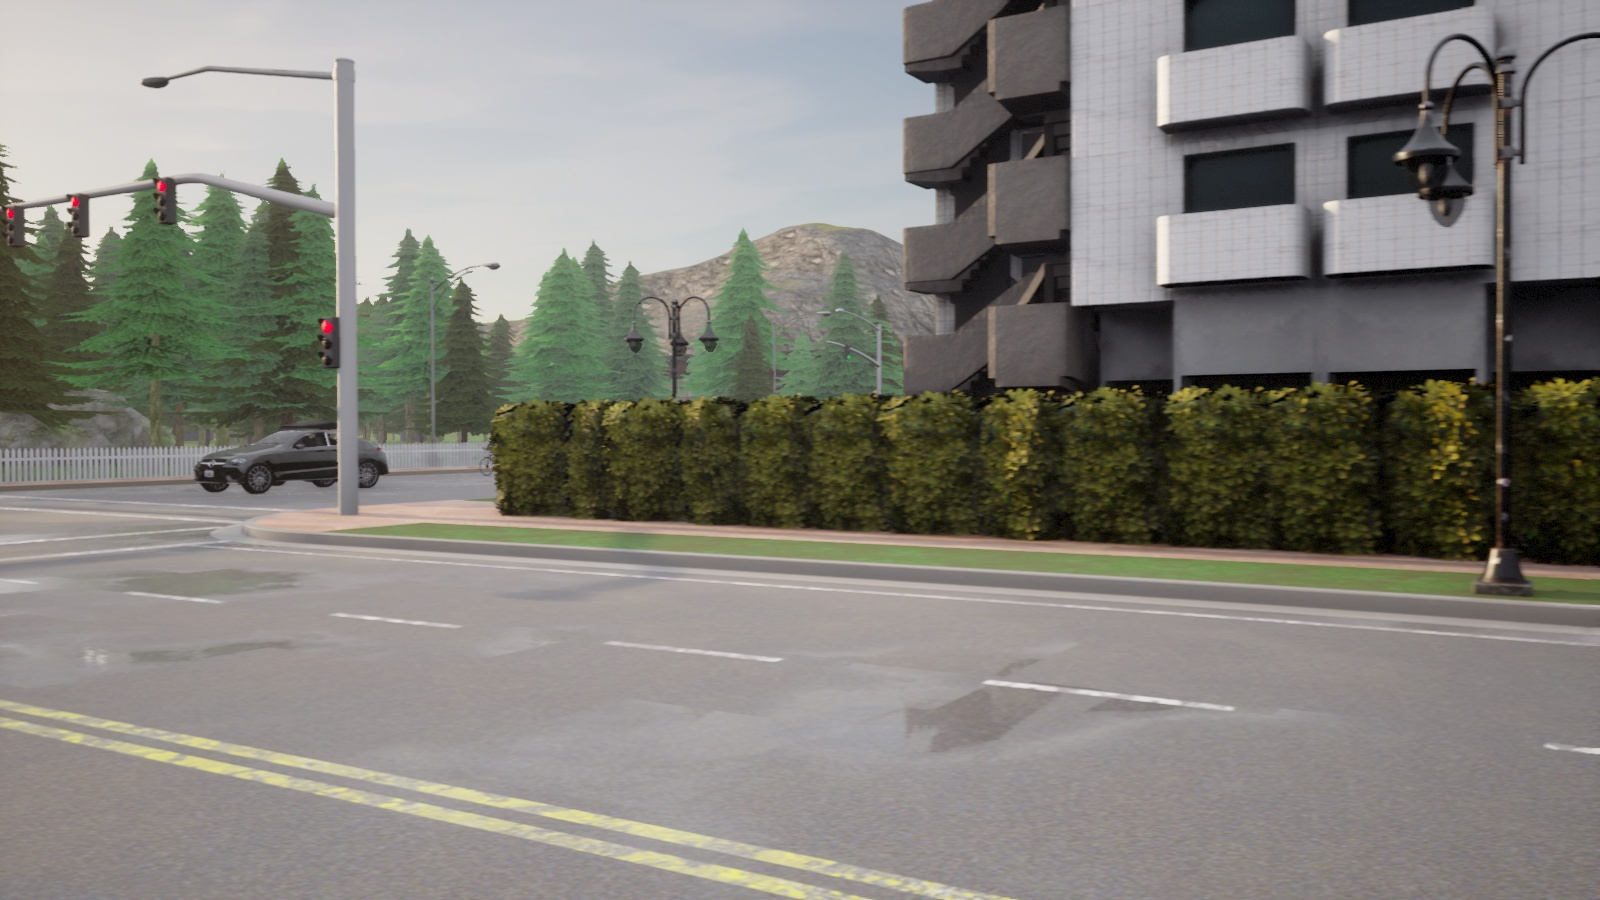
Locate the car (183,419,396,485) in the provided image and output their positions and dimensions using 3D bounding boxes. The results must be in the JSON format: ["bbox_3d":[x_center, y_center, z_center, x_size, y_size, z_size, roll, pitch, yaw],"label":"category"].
[{"bbox_3d":[-13.692,0.010,34.001,2.152,1.651,5.027,1,1,33],"label":"car"}]

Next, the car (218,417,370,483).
[{"bbox_3d":[-15.248,-0.043,38.017,1.905,1.878,3.866,1,1,33],"label":"car"}]
